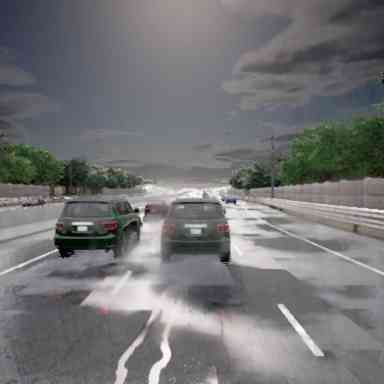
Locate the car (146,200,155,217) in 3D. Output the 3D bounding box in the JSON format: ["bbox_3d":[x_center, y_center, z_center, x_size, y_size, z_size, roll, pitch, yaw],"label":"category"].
[{"bbox_3d":[-3.287,1.477,31.356,1.882,1.535,5.008,0,0,0],"label":"car"}]

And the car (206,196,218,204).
[{"bbox_3d":[3.985,1.574,67.363,2.033,1.411,5.357,0,0,1],"label":"car"}]

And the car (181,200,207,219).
[{"bbox_3d":[0.202,1.491,29.812,2.128,1.511,4.902,0,0,0],"label":"car"}]

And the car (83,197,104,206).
[{"bbox_3d":[-17.166,1.567,58.373,2.033,1.411,5.357,0,0,1],"label":"car"}]

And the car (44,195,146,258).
[{"bbox_3d":[-3.377,1.221,12.952,2.150,2.045,5.566,0,0,0],"label":"car"}]

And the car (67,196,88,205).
[{"bbox_3d":[-20.642,1.499,60.040,1.882,1.535,5.008,0,0,1],"label":"car"}]

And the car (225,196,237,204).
[{"bbox_3d":[7.334,1.507,62.968,1.882,1.535,5.008,0,0,2],"label":"car"}]

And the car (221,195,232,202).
[{"bbox_3d":[7.577,1.454,73.654,2.033,1.411,5.357,0,0,1],"label":"car"}]

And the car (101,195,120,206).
[{"bbox_3d":[-13.711,1.368,56.247,2.097,1.767,4.553,0,0,1],"label":"car"}]

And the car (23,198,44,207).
[{"bbox_3d":[-23.602,1.571,49.947,1.994,1.385,4.181,0,0,-2],"label":"car"}]

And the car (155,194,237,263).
[{"bbox_3d":[0.121,1.221,12.166,2.150,2.045,5.566,0,0,0],"label":"car"}]
